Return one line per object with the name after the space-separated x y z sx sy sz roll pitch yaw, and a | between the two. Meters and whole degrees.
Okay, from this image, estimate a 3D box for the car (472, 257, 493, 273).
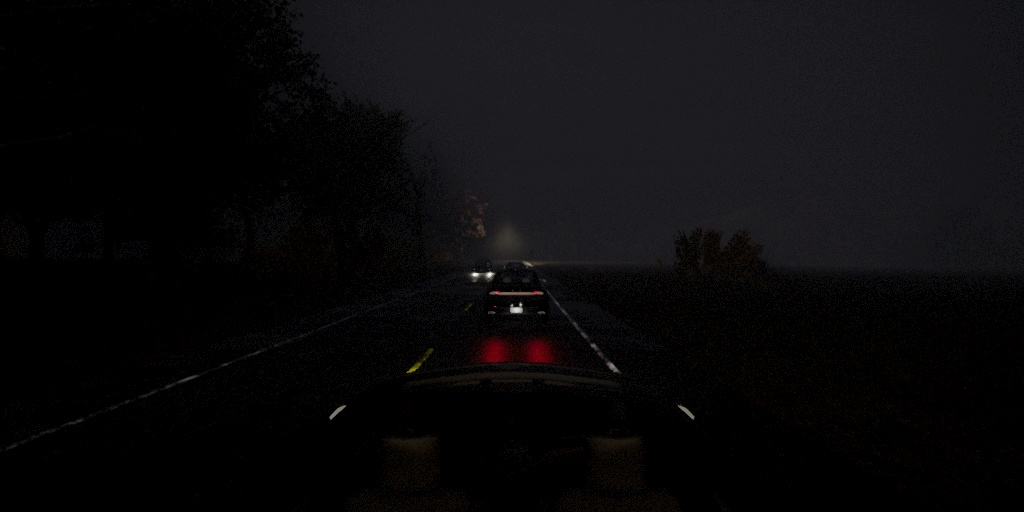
-3.295 0.945 41.013 2.097 1.767 4.553 0 0 1 | car

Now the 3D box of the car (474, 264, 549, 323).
0.150 1.203 11.924 2.128 1.511 4.902 0 0 1 | car

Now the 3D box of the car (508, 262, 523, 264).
0.298 1.189 29.516 2.033 1.411 5.357 0 0 1 | car
